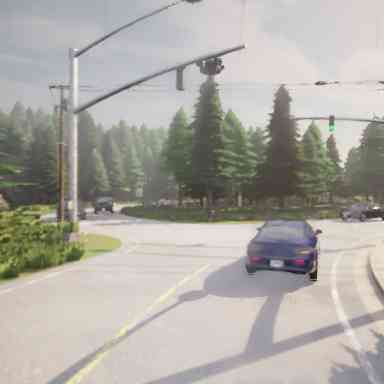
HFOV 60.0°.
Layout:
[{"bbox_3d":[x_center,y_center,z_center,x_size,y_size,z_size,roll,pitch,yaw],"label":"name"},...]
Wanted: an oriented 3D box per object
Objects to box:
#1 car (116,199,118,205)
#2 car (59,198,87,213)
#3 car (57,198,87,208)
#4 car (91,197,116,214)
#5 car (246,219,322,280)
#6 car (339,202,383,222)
[{"bbox_3d":[-12.177,1.393,46.547,2.128,1.511,4.902,0,0,15],"label":"car"},{"bbox_3d":[-12.831,1.434,36.223,1.812,1.442,4.674,0,0,-6],"label":"car"},{"bbox_3d":[-9.772,1.442,26.796,1.837,1.490,4.892,0,0,-27],"label":"car"},{"bbox_3d":[-9.207,1.437,35.009,1.837,1.490,4.892,-2,0,-12],"label":"car"},{"bbox_3d":[2.858,1.533,10.023,1.812,1.442,4.674,0,0,22],"label":"car"},{"bbox_3d":[13.900,1.549,26.750,4.902,1.511,2.128,0,0,-30],"label":"car"}]
